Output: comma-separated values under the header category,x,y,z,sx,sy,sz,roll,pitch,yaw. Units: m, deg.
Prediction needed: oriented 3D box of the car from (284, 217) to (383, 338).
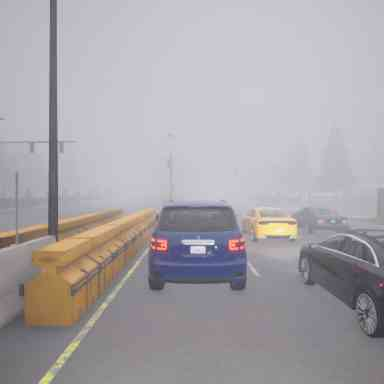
category,x,y,z,sx,sy,sz,roll,pitch,yaw
car,3.614,1.492,6.569,2.128,1.511,4.902,0,0,0

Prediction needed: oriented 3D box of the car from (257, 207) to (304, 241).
category,x,y,z,sx,sy,sz,roll,pitch,yaw
car,3.643,1.478,16.411,1.882,1.535,5.008,0,0,0

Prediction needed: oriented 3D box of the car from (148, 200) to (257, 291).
category,x,y,z,sx,sy,sz,roll,pitch,yaw
car,0.125,1.222,9.177,2.150,2.045,5.566,0,0,0

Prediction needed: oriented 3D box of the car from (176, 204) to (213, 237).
category,x,y,z,sx,sy,sz,roll,pitch,yaw
car,0.151,1.505,19.026,1.837,1.490,4.892,0,0,0

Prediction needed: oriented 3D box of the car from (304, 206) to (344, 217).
category,x,y,z,sx,sy,sz,roll,pitch,yaw
car,7.150,1.547,19.351,2.033,1.411,5.357,0,0,0
